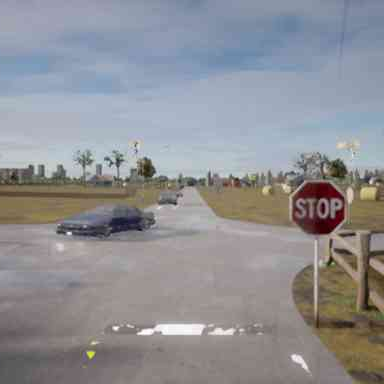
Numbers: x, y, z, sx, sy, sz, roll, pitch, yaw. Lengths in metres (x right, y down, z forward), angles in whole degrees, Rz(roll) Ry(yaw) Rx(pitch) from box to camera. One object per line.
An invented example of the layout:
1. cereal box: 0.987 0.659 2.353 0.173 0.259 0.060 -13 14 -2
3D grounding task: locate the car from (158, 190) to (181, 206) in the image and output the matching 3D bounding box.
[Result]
1. car: -2.754 0.642 38.584 2.097 1.767 4.553 0 1 0

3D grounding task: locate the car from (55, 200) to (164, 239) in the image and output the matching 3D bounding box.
1. car: -3.710 1.278 15.647 2.033 1.411 5.357 1 0 26

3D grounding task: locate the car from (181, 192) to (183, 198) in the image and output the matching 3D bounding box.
1. car: -2.754 0.361 63.543 1.994 1.385 4.181 0 2 0
